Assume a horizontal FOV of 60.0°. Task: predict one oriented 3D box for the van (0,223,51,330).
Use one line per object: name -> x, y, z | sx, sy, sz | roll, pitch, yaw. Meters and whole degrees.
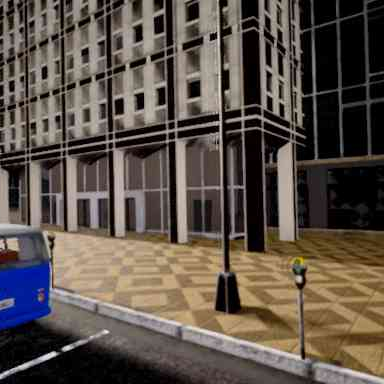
van -> -4.212, 1.408, 5.897 | 3.998, 1.788, 1.690 | -1, -1, 36
